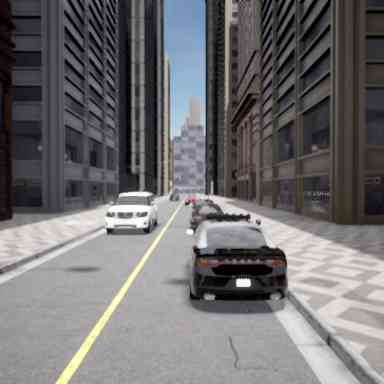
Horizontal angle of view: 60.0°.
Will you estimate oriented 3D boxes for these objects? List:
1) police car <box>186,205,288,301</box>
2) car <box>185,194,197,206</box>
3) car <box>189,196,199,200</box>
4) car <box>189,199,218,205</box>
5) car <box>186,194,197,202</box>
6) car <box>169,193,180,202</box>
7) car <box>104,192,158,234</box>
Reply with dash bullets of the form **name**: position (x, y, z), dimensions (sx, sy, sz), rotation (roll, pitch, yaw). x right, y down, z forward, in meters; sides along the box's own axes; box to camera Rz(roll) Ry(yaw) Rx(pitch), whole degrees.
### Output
- **police car**: position (0.887, 1.342, 8.337), dimensions (1.930, 1.638, 5.238), rotation (0, 1, 0)
- **car**: position (-0.030, 1.185, 45.981), dimensions (1.895, 1.301, 4.718), rotation (0, 0, 0)
- **car**: position (0.864, 1.275, 24.228), dimensions (1.837, 1.490, 4.892), rotation (0, 1, 0)
- **car**: position (0.873, 1.350, 18.228), dimensions (1.812, 1.442, 4.674), rotation (0, 1, 0)
- **car**: position (-0.083, 1.049, 59.005), dimensions (1.994, 1.385, 4.181), rotation (0, 0, 0)
- **car**: position (-3.139, 0.976, 60.872), dimensions (1.837, 1.490, 4.892), rotation (0, 1, 0)
- **car**: position (-3.129, 1.045, 18.259), dimensions (2.150, 2.045, 5.566), rotation (0, 1, 0)
